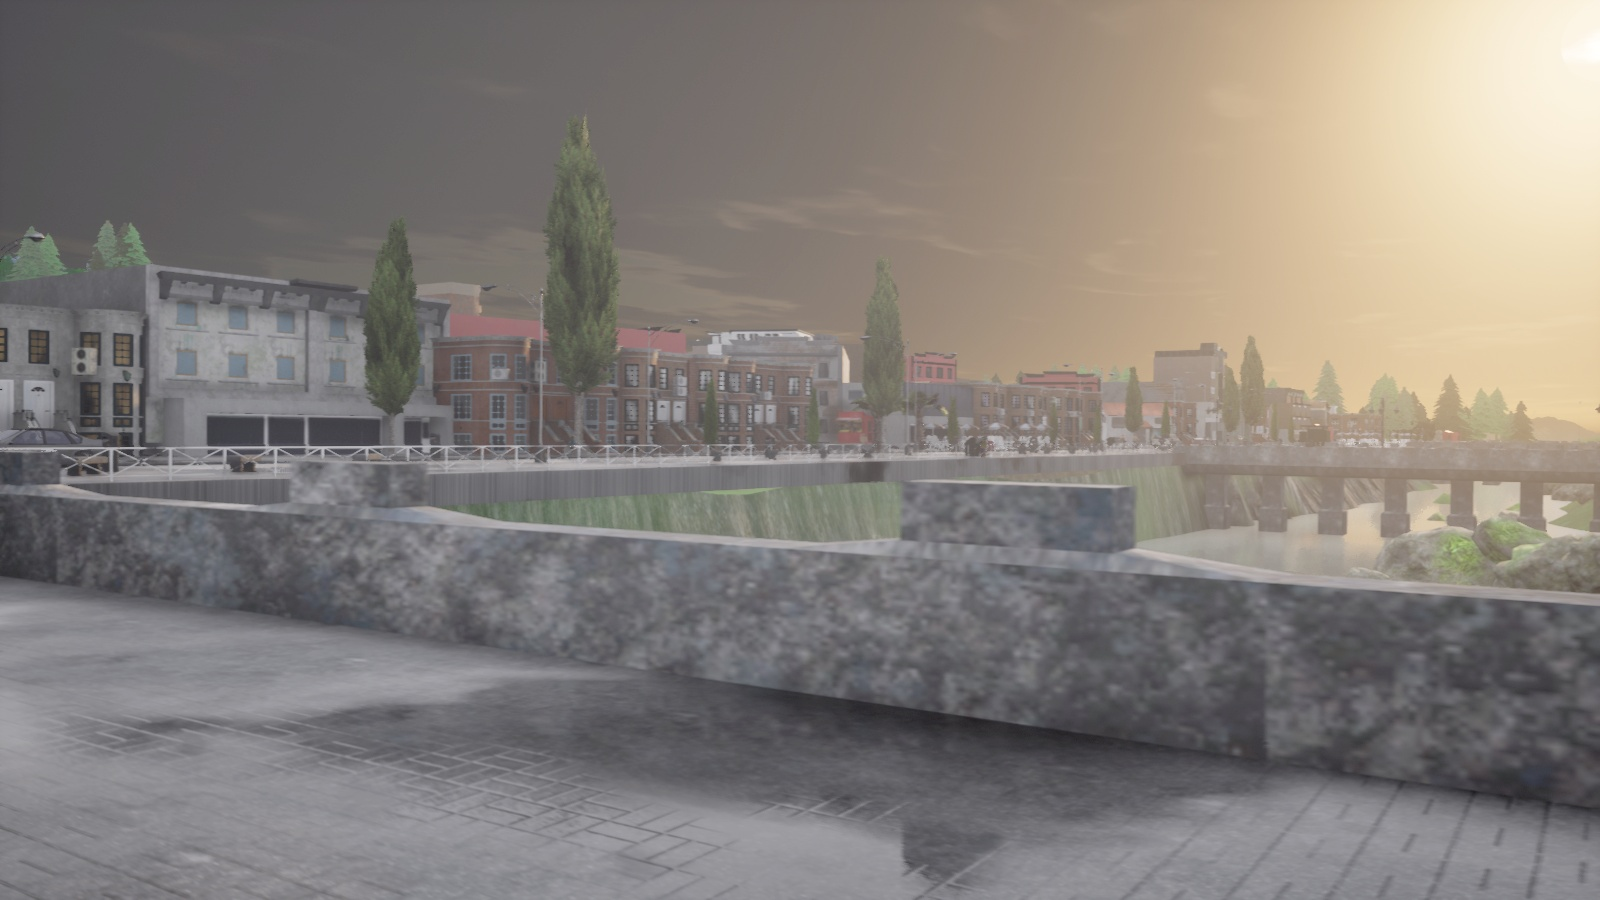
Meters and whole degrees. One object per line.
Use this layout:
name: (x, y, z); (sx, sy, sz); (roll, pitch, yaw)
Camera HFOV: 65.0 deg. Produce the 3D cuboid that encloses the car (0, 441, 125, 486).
car: (-26.018, 0.436, 42.391); (2.033, 1.411, 5.357); (0, 1, 34)
